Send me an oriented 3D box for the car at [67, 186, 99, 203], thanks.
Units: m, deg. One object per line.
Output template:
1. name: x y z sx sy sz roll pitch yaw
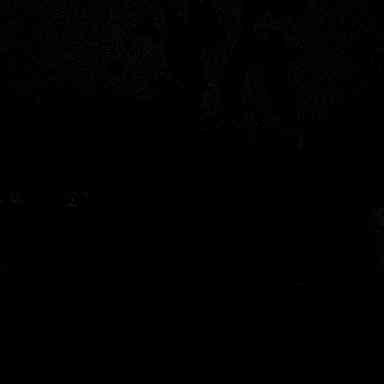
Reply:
1. car: -14.800 0.240 44.654 5.566 2.045 2.150 3 4 39

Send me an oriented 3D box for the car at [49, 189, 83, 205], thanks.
1. car: -15.814 0.749 40.997 4.181 1.385 1.994 3 4 39
